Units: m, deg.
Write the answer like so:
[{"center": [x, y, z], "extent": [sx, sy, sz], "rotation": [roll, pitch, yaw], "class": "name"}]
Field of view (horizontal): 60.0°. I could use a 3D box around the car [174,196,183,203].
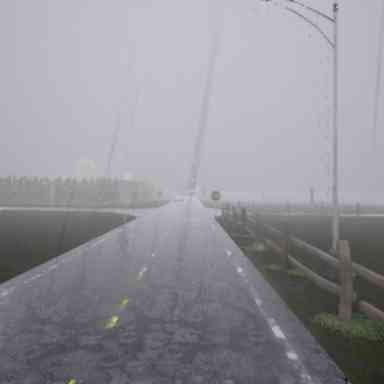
[{"center": [-2.773, 1.463, 68.465], "extent": [1.812, 1.442, 4.674], "rotation": [0, 0, 0], "class": "car"}]
